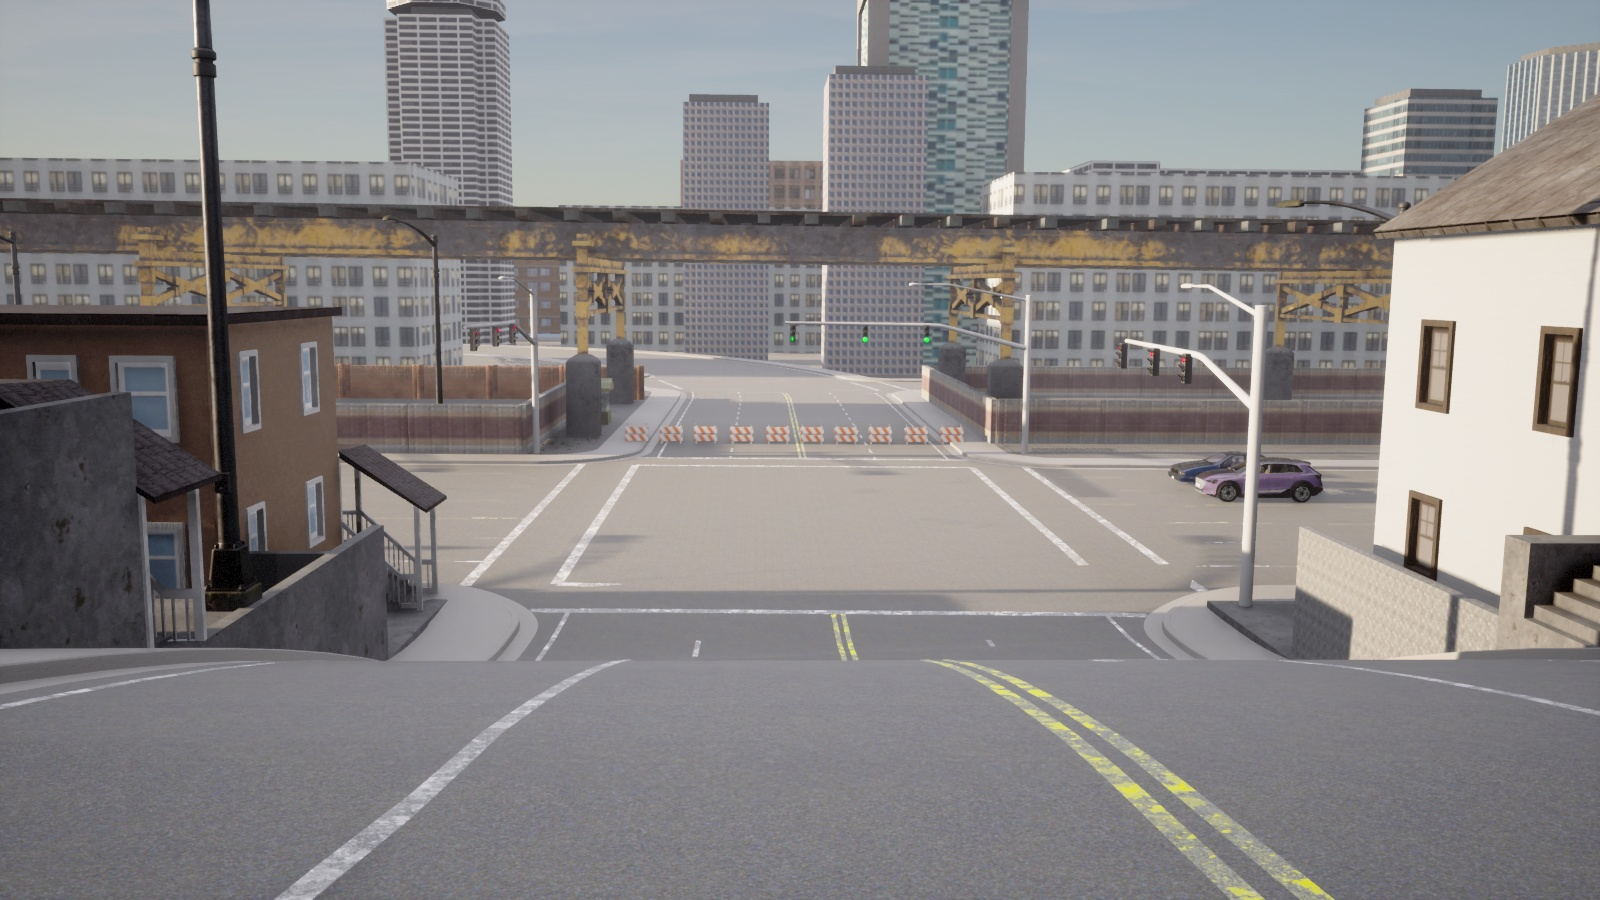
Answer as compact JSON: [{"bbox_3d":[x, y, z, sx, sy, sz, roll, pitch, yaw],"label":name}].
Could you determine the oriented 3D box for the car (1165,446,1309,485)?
[{"bbox_3d":[18.596,0.645,53.626,5.357,1.411,2.033,0,8,0],"label":"car"}]

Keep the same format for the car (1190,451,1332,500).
[{"bbox_3d":[18.332,0.991,50.136,4.856,1.649,2.033,0,8,0],"label":"car"}]
